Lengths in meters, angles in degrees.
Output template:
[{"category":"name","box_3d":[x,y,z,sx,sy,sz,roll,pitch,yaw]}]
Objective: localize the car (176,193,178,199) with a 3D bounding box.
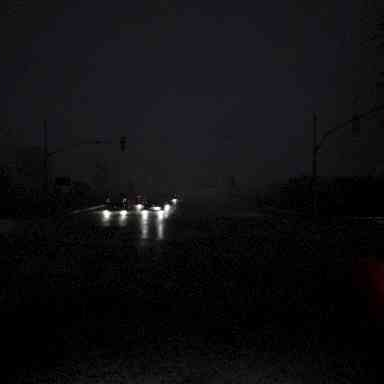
[{"category":"car","box_3d":[-3.539,0.500,57.300,1.837,1.490,4.892,0,1,1]}]

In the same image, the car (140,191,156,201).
[{"category":"car","box_3d":[-7.063,0.618,53.891,1.994,1.385,4.181,0,1,0]}]

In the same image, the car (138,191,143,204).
[{"category":"car","box_3d":[-7.092,0.615,41.980,2.097,1.767,4.553,0,1,0]}]

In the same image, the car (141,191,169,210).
[{"category":"car","box_3d":[-3.588,0.944,33.063,1.812,1.442,4.674,0,1,-1]}]

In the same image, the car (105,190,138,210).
[{"category":"car","box_3d":[-7.095,0.770,33.054,2.097,1.767,4.553,0,1,0]}]

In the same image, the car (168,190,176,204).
[{"category":"car","box_3d":[-3.593,0.749,42.213,2.128,1.511,4.902,0,1,0]}]
